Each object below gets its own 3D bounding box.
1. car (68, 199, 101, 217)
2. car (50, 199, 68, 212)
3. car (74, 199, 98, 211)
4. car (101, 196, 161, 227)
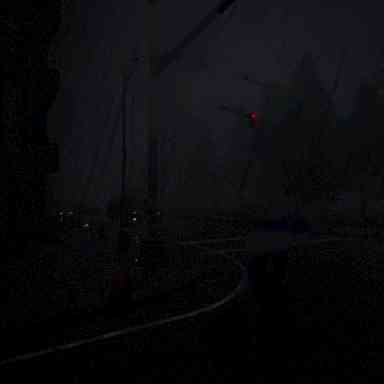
[{"bbox_3d":[-10.129,1.561,32.177,1.882,1.535,5.008,1,0,-35],"label":"car"},{"bbox_3d":[-15.980,1.576,40.676,2.128,1.511,4.902,1,0,-34],"label":"car"},{"bbox_3d":[-14.245,1.684,44.566,1.994,1.385,4.181,1,0,-35],"label":"car"},{"bbox_3d":[-4.330,1.303,23.823,2.150,2.045,5.566,1,0,-35],"label":"car"}]
